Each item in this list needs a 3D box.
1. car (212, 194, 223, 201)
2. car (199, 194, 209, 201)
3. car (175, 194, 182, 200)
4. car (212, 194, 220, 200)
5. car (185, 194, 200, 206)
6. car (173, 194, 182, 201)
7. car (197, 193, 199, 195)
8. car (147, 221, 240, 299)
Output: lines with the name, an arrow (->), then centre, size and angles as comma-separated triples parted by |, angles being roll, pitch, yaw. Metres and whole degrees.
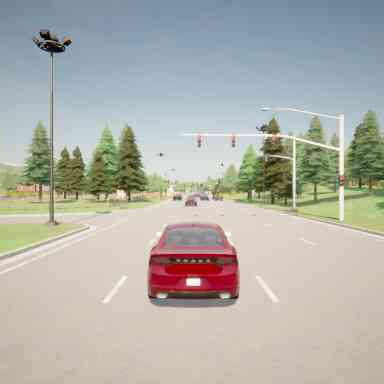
car -> 6.767, 1.516, 83.731 | 2.128, 1.511, 4.902 | 0, 0, 0
car -> 3.266, 1.516, 84.138 | 1.812, 1.442, 4.674 | 0, 0, 0
car -> -3.762, 1.310, 94.121 | 1.882, 1.535, 5.008 | 0, 0, 0
car -> 6.738, 1.372, 94.151 | 2.033, 1.411, 5.357 | 0, 0, 0
car -> -0.147, 1.525, 53.098 | 1.812, 1.442, 4.674 | 0, 0, 0
car -> -3.733, 1.469, 83.702 | 1.882, 1.535, 5.008 | 0, 0, 0
car -> 3.238, 1.357, 94.141 | 2.128, 1.511, 4.902 | 0, 0, 0
car -> 0.040, 1.478, 8.496 | 1.882, 1.535, 5.008 | 0, 0, 0
